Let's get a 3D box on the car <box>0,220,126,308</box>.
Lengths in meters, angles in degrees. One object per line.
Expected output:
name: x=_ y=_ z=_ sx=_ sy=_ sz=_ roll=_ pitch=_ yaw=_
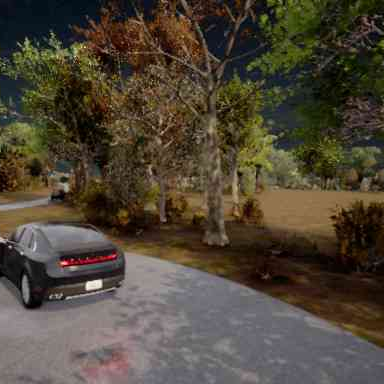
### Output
car: x=-3.330 y=1.432 z=7.920 sx=1.837 sy=1.490 sz=4.892 roll=-1 pitch=1 yaw=-40

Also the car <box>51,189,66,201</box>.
car: x=-25.049 y=0.494 z=62.968 sx=2.150 sy=2.045 sz=5.566 roll=-1 pitch=2 yaw=-10
